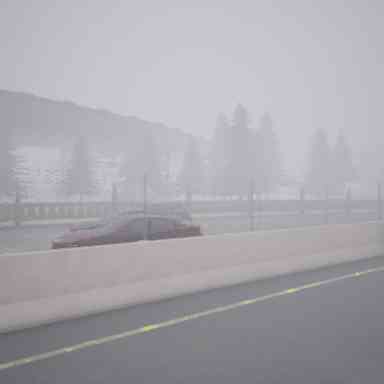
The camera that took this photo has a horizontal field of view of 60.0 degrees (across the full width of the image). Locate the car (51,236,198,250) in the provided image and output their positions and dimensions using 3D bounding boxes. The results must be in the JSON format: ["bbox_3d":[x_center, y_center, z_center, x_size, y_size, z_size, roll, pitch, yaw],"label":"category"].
[{"bbox_3d":[-2.000,1.492,11.086,5.008,1.535,1.882,0,0,-35],"label":"car"}]
